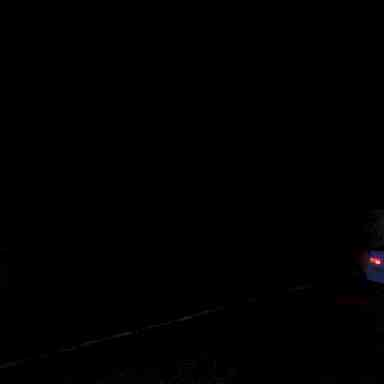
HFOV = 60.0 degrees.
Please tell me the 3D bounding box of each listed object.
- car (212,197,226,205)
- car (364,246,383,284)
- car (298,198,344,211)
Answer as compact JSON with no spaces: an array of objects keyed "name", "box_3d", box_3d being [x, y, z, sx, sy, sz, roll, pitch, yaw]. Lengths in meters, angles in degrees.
[{"name":"car","box_3d":[3.698,1.453,54.672,1.994,1.385,4.181,0,0,-38]},{"name":"car","box_3d":[6.369,1.535,8.149,5.357,1.411,2.033,0,0,-35]},{"name":"car","box_3d":[15.230,1.433,39.687,2.033,1.411,5.357,0,0,-38]}]
